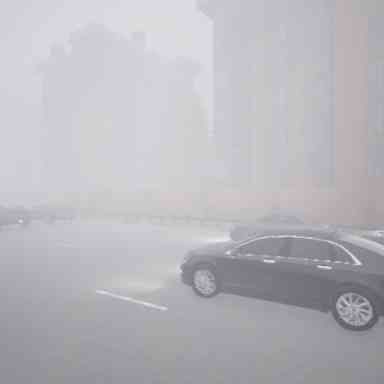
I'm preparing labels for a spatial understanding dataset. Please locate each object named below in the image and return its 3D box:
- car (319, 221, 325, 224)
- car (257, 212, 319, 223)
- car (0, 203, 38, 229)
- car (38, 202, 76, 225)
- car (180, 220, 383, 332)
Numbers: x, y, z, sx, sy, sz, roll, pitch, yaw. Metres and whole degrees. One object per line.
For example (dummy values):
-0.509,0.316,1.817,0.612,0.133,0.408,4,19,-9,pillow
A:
5.911,1.353,8.374,4.553,1.767,2.097,0,0,35,car
3.728,1.564,14.229,4.181,1.385,1.994,0,0,35,car
-12.201,1.504,21.287,4.892,1.490,1.837,0,0,35,car
-10.548,1.493,24.406,4.902,1.511,2.128,0,0,35,car
1.990,1.505,6.872,4.892,1.490,1.837,0,0,35,car
